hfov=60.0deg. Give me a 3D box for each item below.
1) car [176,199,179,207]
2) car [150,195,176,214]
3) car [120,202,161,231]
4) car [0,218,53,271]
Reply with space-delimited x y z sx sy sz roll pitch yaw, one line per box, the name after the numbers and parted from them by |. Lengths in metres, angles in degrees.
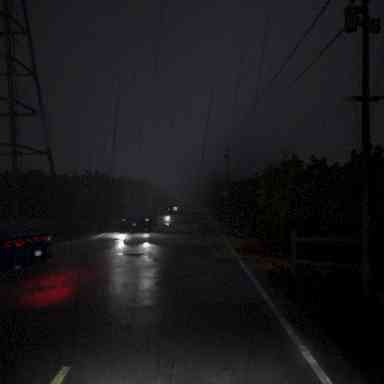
-3.218 1.721 55.517 2.033 1.411 5.357 0 0 0 | car
-3.293 1.339 36.867 2.150 2.045 5.566 0 0 0 | car
-3.295 1.593 21.368 1.812 1.442 4.674 0 0 0 | car
-6.502 1.441 9.597 5.008 1.535 1.882 1 -2 16 | car
